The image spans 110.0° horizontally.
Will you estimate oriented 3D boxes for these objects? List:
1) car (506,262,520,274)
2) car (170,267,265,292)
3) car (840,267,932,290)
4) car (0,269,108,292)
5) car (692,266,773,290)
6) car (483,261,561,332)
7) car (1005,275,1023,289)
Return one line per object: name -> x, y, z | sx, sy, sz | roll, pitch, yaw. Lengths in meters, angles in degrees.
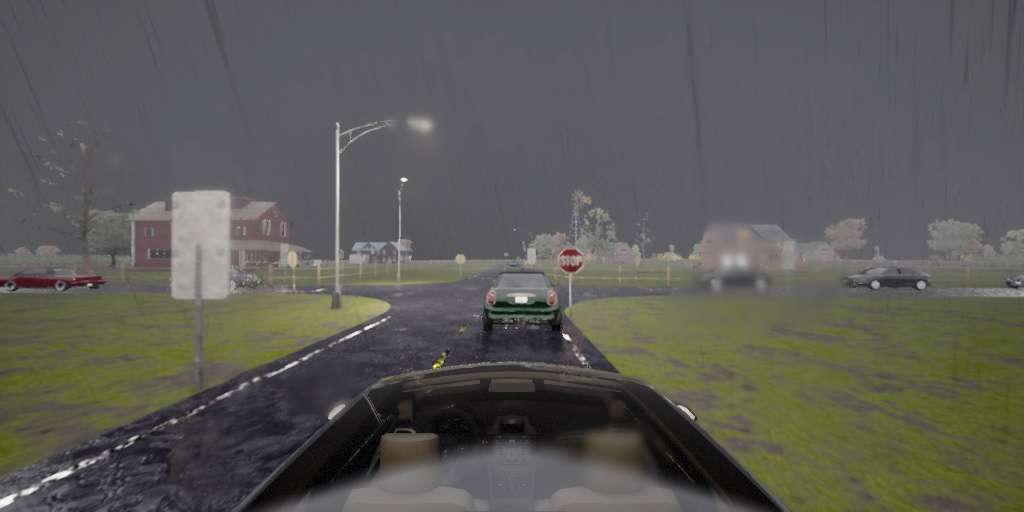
car -> 0.111, 1.536, 47.859 | 1.837, 1.490, 4.892 | 0, 0, 0
car -> -17.417, 1.331, 21.332 | 4.892, 1.490, 1.837 | 0, 0, 1
car -> 24.853, 1.480, 23.939 | 4.892, 1.490, 1.837 | 0, 0, 1
car -> -27.363, 1.401, 21.412 | 4.718, 1.301, 1.895 | 0, 0, 1
car -> 14.679, 1.442, 24.028 | 4.892, 1.490, 1.837 | 0, 0, 0
car -> 0.392, 1.162, 11.350 | 2.097, 1.767, 4.553 | 0, 0, 4
car -> 35.995, 1.549, 23.840 | 4.674, 1.442, 1.812 | 0, 0, 1
